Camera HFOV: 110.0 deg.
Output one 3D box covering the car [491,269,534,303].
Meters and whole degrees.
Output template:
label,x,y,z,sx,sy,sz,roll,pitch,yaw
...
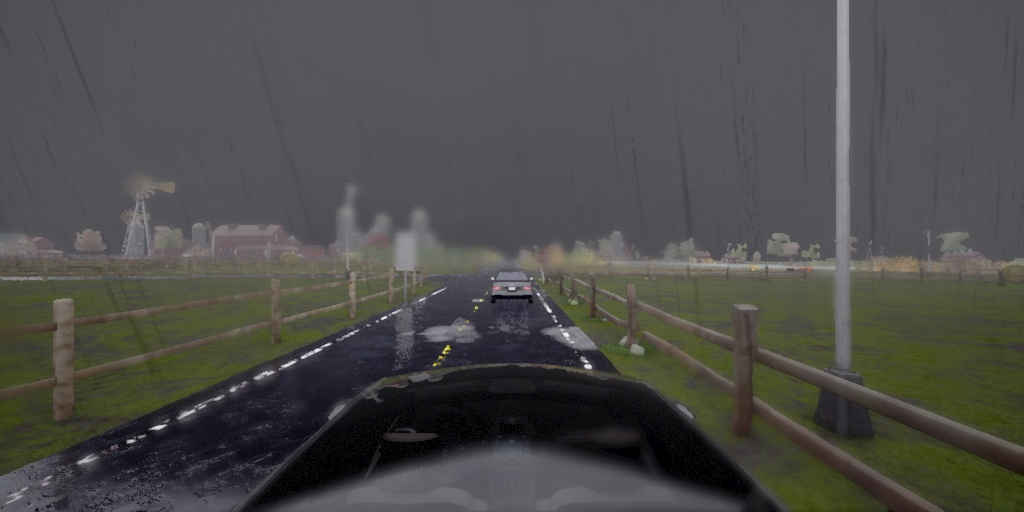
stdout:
label,x,y,z,sx,sy,sz,roll,pitch,yaw
car,0.000,1.321,16.500,2.033,1.411,5.357,0,0,0
